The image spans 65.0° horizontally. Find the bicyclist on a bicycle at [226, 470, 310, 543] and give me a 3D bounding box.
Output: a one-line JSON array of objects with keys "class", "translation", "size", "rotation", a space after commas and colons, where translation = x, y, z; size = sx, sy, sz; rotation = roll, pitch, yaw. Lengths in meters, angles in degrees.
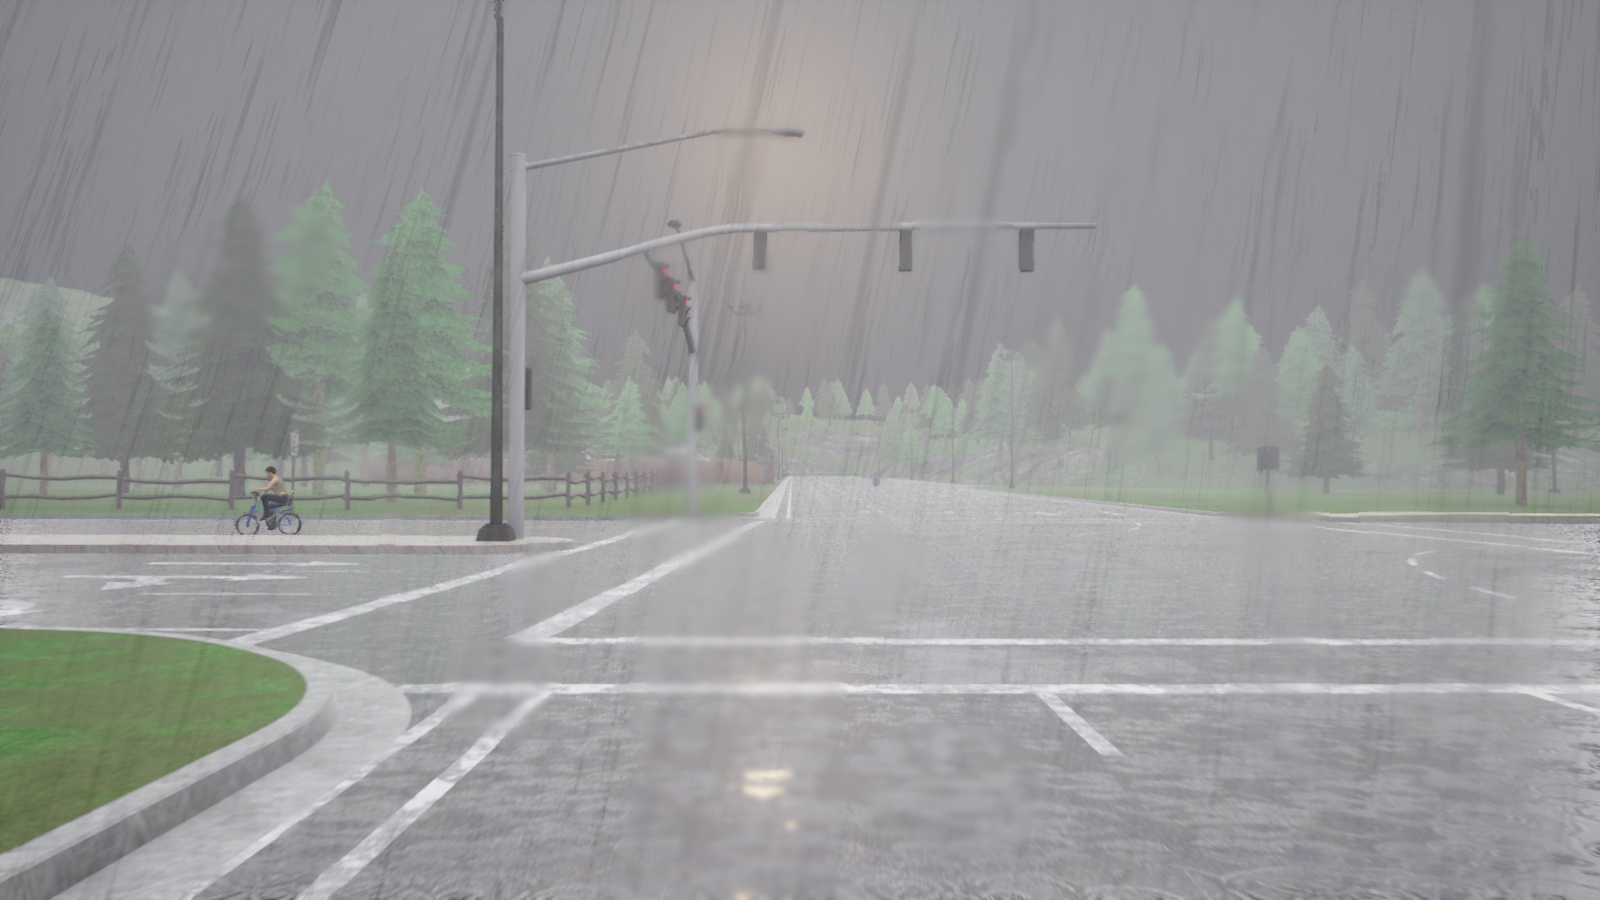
[{"class": "bicyclist on a bicycle", "translation": [-12.223, 1.285, 28.884], "size": [1.509, 1.612, 0.866], "rotation": [-2, -1, -1]}]
